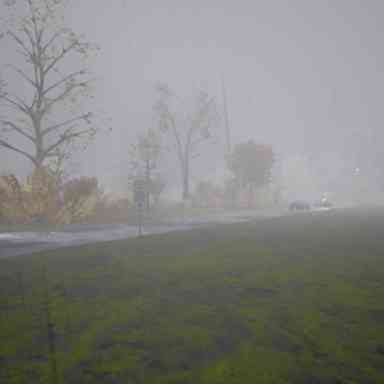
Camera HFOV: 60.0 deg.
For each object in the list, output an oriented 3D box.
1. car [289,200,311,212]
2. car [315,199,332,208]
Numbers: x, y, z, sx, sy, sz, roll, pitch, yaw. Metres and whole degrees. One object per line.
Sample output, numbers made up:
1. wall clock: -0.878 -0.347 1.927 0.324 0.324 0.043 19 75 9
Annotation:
1. car: 14.856 1.841 45.581 1.837 1.490 4.892 1 0 36
2. car: 21.905 1.905 55.421 2.128 1.511 4.902 1 0 36
